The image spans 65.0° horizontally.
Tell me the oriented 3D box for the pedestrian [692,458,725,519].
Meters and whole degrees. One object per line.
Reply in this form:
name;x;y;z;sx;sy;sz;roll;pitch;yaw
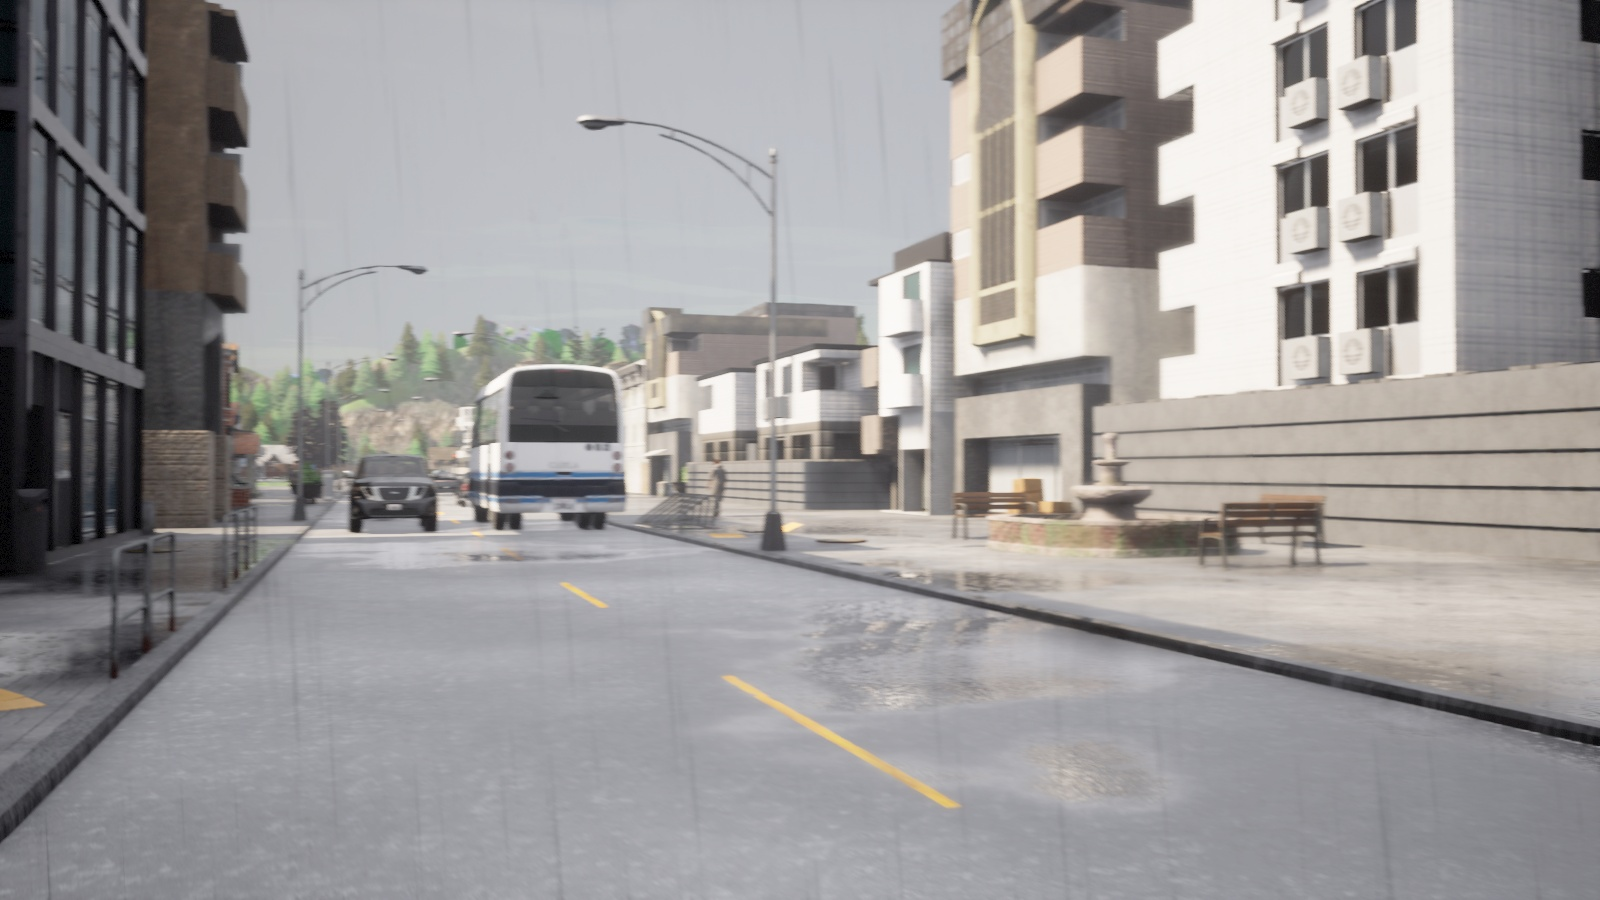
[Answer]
pedestrian;-2.958;1.234;40.538;0.873;1.952;0.659;-1;-1;44

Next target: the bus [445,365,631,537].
bus;-7.933;0.121;36.512;3.944;4.253;10.273;0;-1;-19

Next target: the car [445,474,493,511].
car;-14.735;1.858;55.809;1.789;1.549;3.705;0;-1;-19

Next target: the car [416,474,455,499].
car;-23.187;2.311;79.778;2.128;1.511;4.902;0;-1;-19

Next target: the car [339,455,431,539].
car;-11.140;1.193;33.586;2.150;2.045;5.566;0;-1;-19
